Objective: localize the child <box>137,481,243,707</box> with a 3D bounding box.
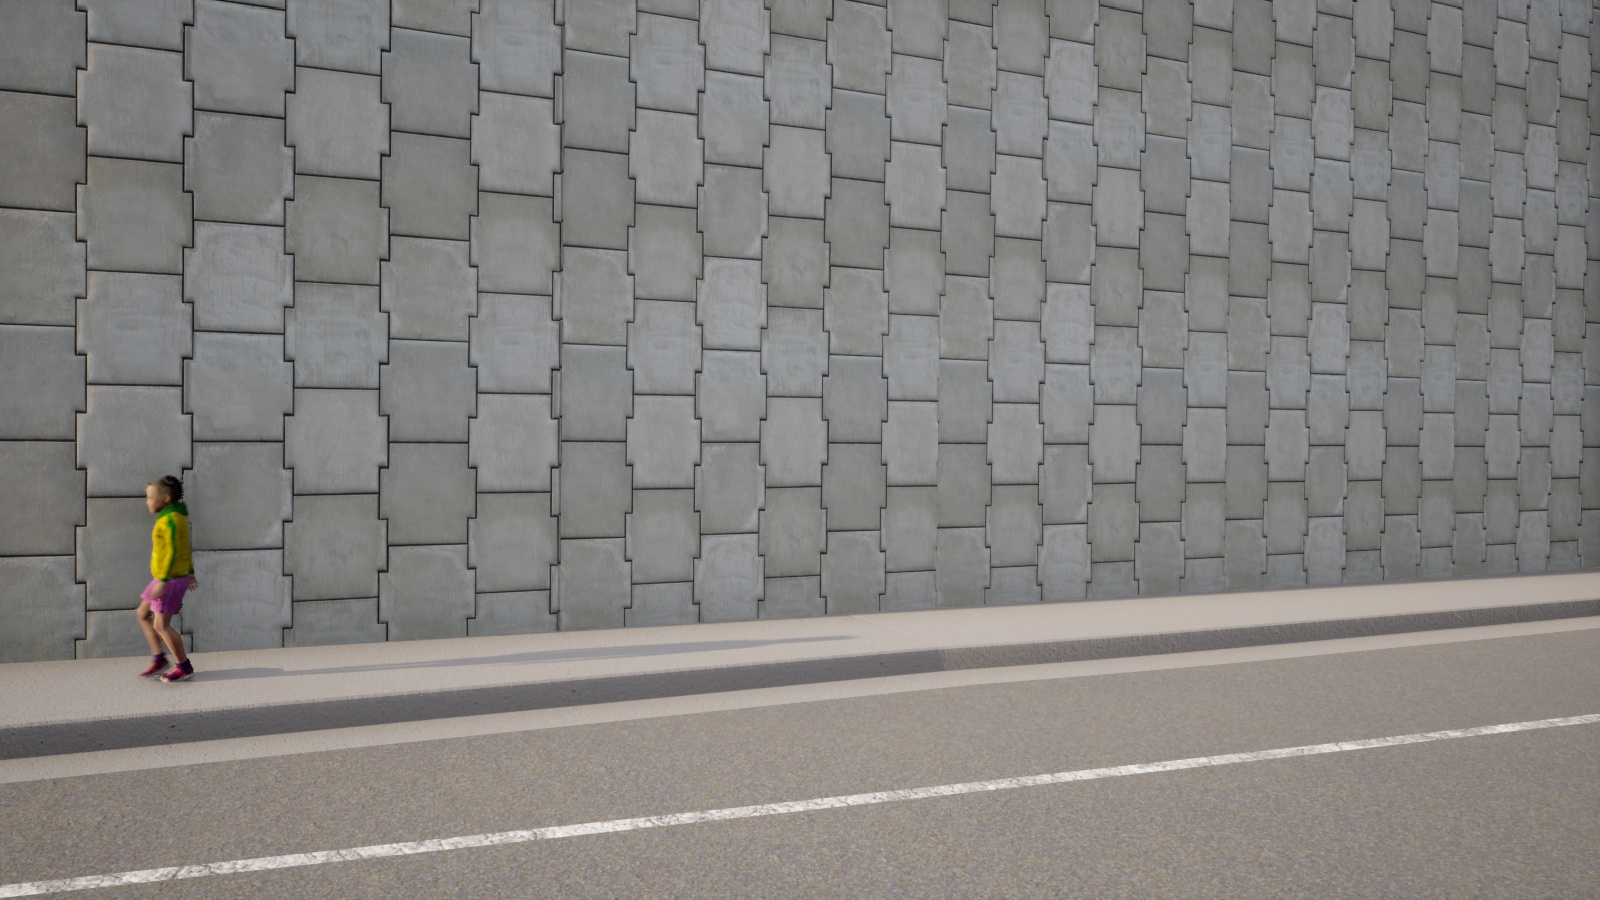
[{"bbox_3d":[-3.288,0.758,6.793,0.473,1.160,0.299,-1,1,-21],"label":"child"}]
